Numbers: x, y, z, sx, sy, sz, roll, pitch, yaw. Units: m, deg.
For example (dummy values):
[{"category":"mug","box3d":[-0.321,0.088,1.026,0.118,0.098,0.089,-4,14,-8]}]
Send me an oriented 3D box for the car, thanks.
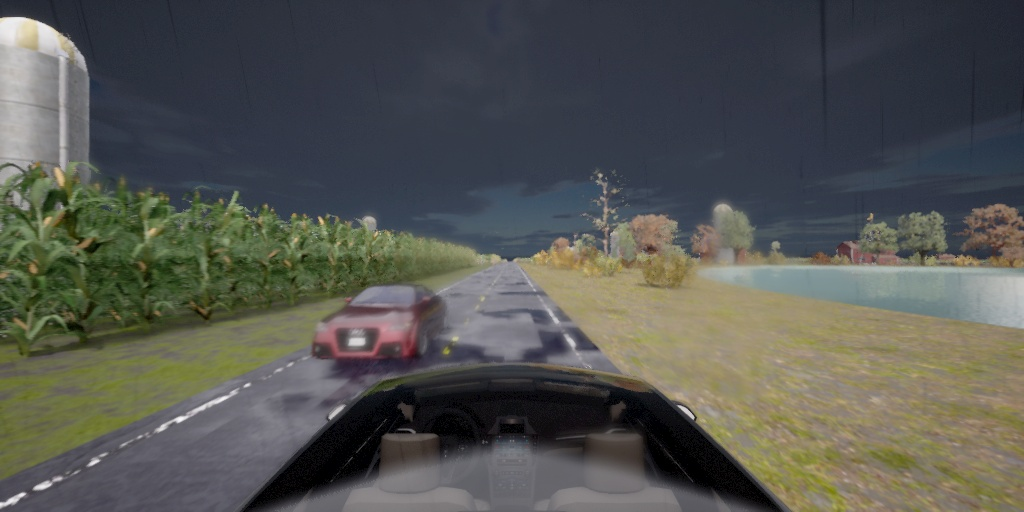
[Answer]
[{"category":"car","box3d":[-2.759,1.344,8.372,1.994,1.385,4.181,0,0,0]}]
